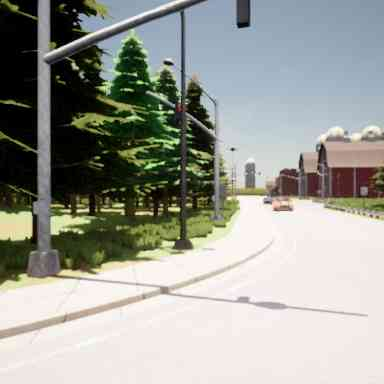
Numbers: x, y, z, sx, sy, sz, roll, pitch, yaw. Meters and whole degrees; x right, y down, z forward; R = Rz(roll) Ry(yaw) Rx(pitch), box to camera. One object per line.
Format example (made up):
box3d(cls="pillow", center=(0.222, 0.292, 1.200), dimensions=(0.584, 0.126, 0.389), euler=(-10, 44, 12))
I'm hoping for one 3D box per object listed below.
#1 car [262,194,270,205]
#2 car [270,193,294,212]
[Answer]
box3d(cls="car", center=(13.452, 1.544, 58.635), dimensions=(2.033, 1.411, 5.357), euler=(0, 0, 8))
box3d(cls="car", center=(10.484, 1.336, 38.405), dimensions=(2.097, 1.767, 4.553), euler=(0, 0, 9))
